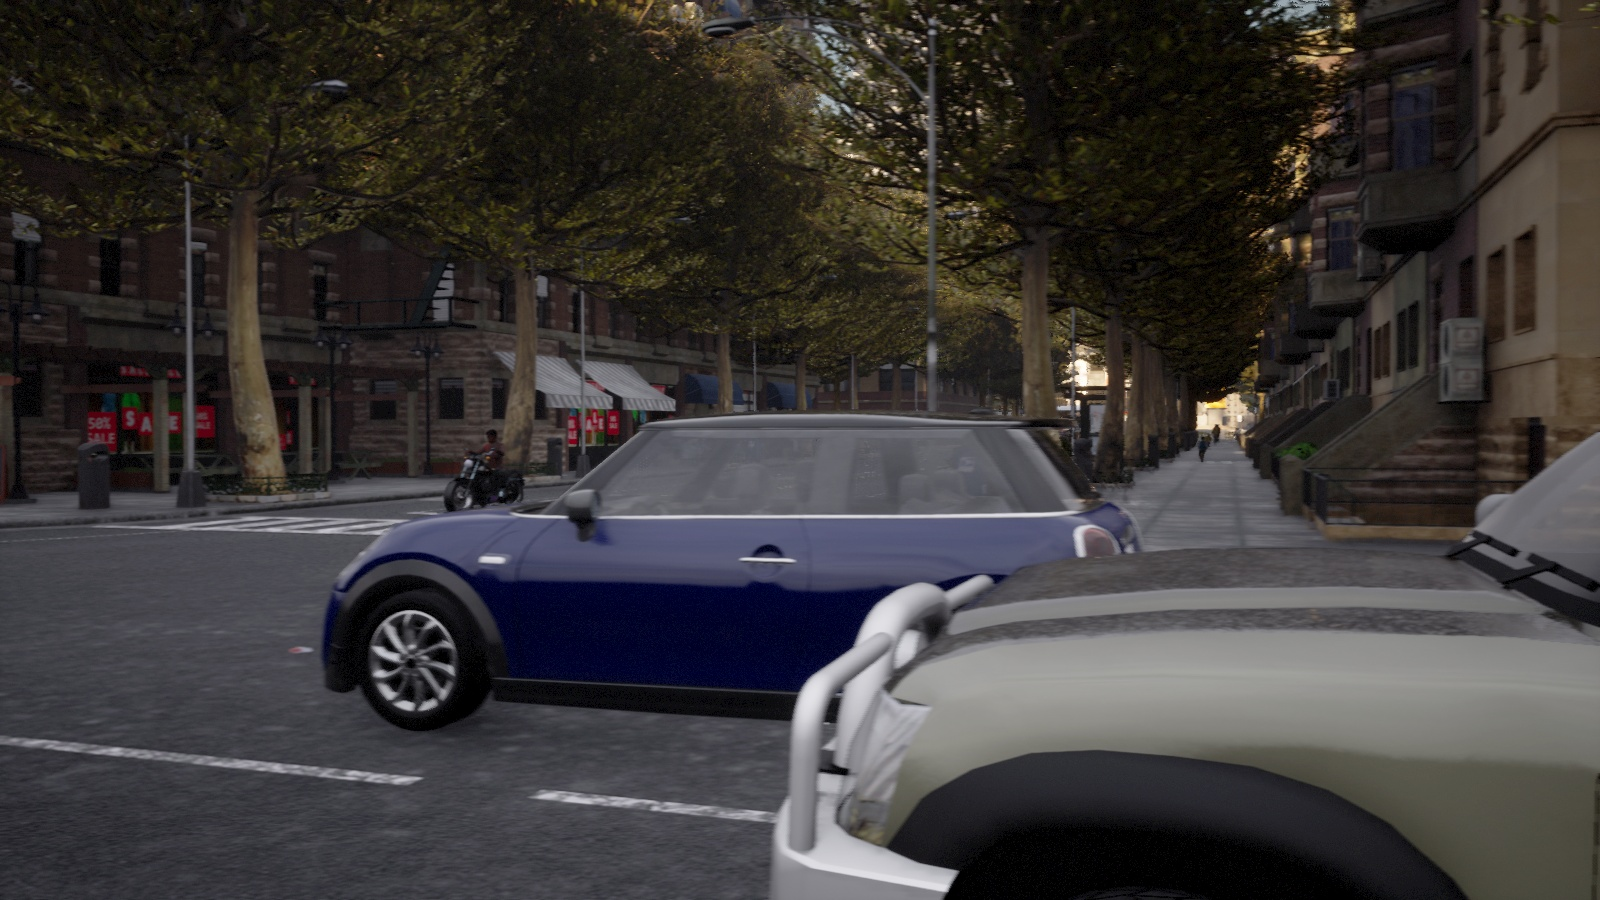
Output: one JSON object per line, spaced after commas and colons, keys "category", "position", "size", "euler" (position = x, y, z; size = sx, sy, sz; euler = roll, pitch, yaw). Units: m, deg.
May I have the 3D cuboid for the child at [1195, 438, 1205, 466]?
{"category": "child", "position": [16.778, 0.083, 52.678], "size": [0.343, 1.192, 0.448], "euler": [0, 1, 6]}

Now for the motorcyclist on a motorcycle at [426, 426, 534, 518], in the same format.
{"category": "motorcyclist on a motorcycle", "position": [-6.018, 0.374, 23.774], "size": [0.766, 1.649, 2.350], "euler": [1, 1, 21]}

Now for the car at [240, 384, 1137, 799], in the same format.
{"category": "car", "position": [-0.533, 0.570, 7.063], "size": [4.553, 1.767, 2.097], "euler": [1, 1, 19]}

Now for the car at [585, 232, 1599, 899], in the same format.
{"category": "car", "position": [2.096, 0.611, 2.485], "size": [4.605, 1.855, 1.932], "euler": [1, 1, 19]}
